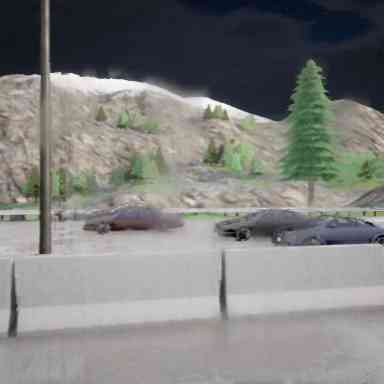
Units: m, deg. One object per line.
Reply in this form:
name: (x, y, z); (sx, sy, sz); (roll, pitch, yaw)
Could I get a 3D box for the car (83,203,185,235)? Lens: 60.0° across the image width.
car: (-3.094, 1.525, 18.194); (5.357, 1.411, 2.033); (0, 0, -11)

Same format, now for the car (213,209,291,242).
car: (3.774, 1.526, 15.787); (5.357, 1.411, 2.033); (0, 0, -8)

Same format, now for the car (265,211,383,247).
car: (5.170, 1.547, 12.409); (4.181, 1.385, 1.994); (0, 0, -8)
